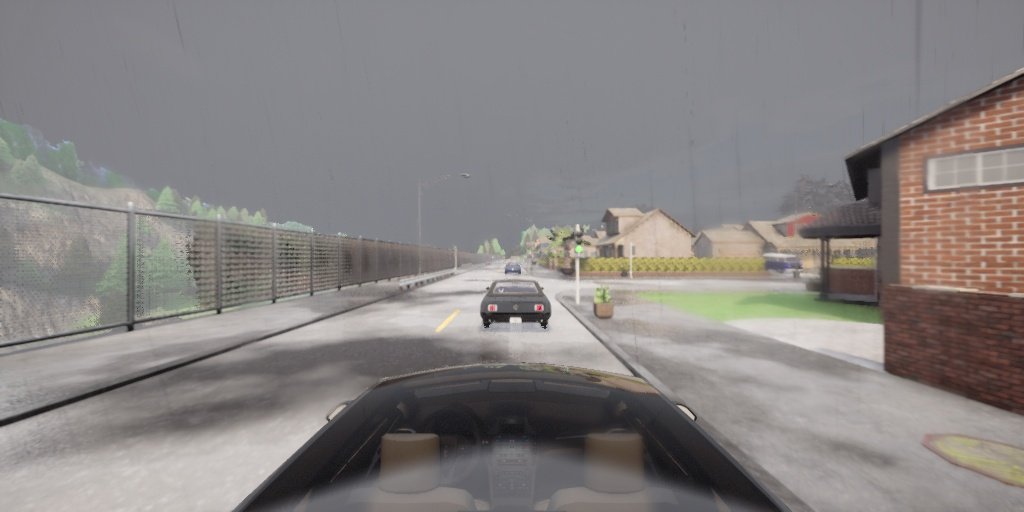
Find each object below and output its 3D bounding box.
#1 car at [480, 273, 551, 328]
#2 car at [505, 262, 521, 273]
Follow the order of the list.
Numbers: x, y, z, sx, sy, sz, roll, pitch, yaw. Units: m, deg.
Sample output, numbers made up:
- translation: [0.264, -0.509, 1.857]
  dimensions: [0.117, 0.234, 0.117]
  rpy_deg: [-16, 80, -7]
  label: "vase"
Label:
- translation: [0.099, 1.388, 11.547]
  dimensions: [1.895, 1.301, 4.718]
  rpy_deg: [0, 0, 0]
  label: "car"
- translation: [0.107, 1.475, 44.476]
  dimensions: [1.994, 1.385, 4.181]
  rpy_deg: [0, 0, 0]
  label: "car"
